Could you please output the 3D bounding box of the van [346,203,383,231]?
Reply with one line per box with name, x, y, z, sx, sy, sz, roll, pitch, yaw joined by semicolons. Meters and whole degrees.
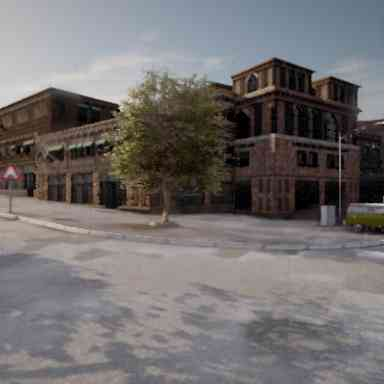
van;13.103;1.797;22.859;4.442;1.987;1.878;0;-2;34
